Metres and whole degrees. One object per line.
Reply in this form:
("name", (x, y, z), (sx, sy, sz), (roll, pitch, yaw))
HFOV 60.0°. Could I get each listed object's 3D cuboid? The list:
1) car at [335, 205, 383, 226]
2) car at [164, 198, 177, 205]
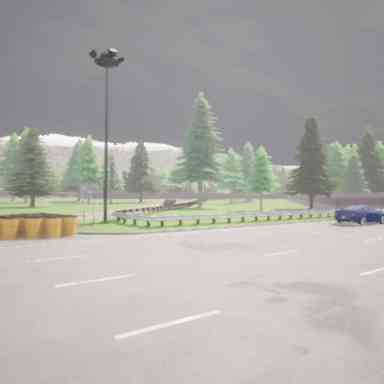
("car", (13.236, 1.747, 26.080), (5.008, 1.535, 1.882), (1, -1, -35))
("car", (-3.830, 1.824, 60.460), (2.128, 1.511, 4.902), (1, 0, 5))
